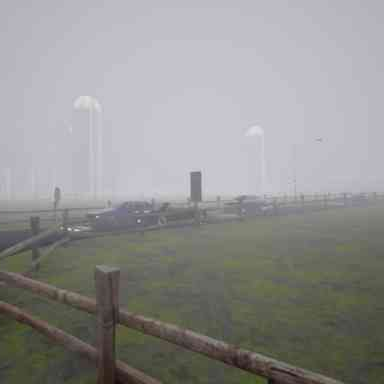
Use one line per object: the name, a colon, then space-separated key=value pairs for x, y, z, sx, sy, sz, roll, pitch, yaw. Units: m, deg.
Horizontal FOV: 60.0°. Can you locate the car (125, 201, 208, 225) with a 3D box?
car: x=-1.238 y=1.256 z=19.702 sx=4.718 sy=1.301 sz=1.895 roll=-1 pitch=0 yaw=-42

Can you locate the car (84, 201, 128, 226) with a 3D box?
car: x=-3.982 y=1.265 z=21.047 sx=5.357 sy=1.411 sz=2.033 roll=-1 pitch=0 yaw=-43

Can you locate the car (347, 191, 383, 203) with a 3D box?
car: x=21.164 y=0.630 z=40.095 sx=5.357 sy=1.411 sz=2.033 roll=-1 pitch=0 yaw=-42

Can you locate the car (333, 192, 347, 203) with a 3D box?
car: x=20.254 y=0.645 z=43.095 sx=5.357 sy=1.411 sz=2.033 roll=-1 pitch=0 yaw=-42

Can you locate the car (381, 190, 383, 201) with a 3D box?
car: x=28.422 y=0.403 z=46.788 sx=4.892 sy=1.490 sz=1.837 roll=-1 pitch=0 yaw=-42

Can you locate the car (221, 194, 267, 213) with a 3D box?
car: x=4.562 y=1.003 z=28.854 sx=4.892 sy=1.490 sz=1.837 roll=-1 pitch=0 yaw=-42
